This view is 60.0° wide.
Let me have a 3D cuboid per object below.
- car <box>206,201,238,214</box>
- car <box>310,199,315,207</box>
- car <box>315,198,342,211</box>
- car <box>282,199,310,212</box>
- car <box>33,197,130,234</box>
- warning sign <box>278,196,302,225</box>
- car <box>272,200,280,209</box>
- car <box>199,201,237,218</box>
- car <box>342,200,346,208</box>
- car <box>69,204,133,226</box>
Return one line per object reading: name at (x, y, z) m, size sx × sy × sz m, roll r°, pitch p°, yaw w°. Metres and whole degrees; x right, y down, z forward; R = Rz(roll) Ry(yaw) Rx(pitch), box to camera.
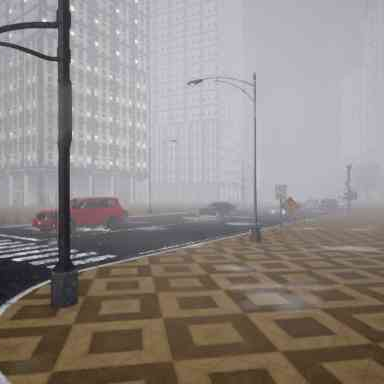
car at (3.732, 1.876, 41.087) m, size 1.895 × 1.301 × 4.718 m, roll 0°, pitch -1°, yaw 34°
car at (19.081, 1.831, 52.776) m, size 1.882 × 1.535 × 5.008 m, roll 0°, pitch 0°, yaw 31°
car at (19.244, 1.663, 46.754) m, size 2.097 × 1.767 × 4.553 m, roll 0°, pitch 0°, yaw 32°
car at (13.860, 1.898, 44.380) m, size 1.895 × 1.301 × 4.718 m, roll 0°, pitch -1°, yaw 33°
car at (-6.616, 1.333, 20.123) m, size 2.150 × 2.045 × 5.566 m, roll 0°, pitch 0°, yaw 34°
warning sign at (6.783, 1.251, 22.979) m, size 1.300 × 1.860 × 1.060 m, roll 0°, pitch 0°, yaw 34°
car at (13.571, 1.868, 50.036) m, size 1.812 × 1.442 × 4.674 m, roll 0°, pitch -1°, yaw 32°
car at (2.599, 1.696, 33.644) m, size 1.882 × 1.535 × 5.008 m, roll 0°, pitch -1°, yaw 35°
car at (24.402, 1.965, 55.237) m, size 1.895 × 1.301 × 4.718 m, roll 0°, pitch 0°, yaw 30°
car at (-6.832, 1.682, 25.563) m, size 1.812 × 1.442 × 4.674 m, roll 0°, pitch -1°, yaw 34°
